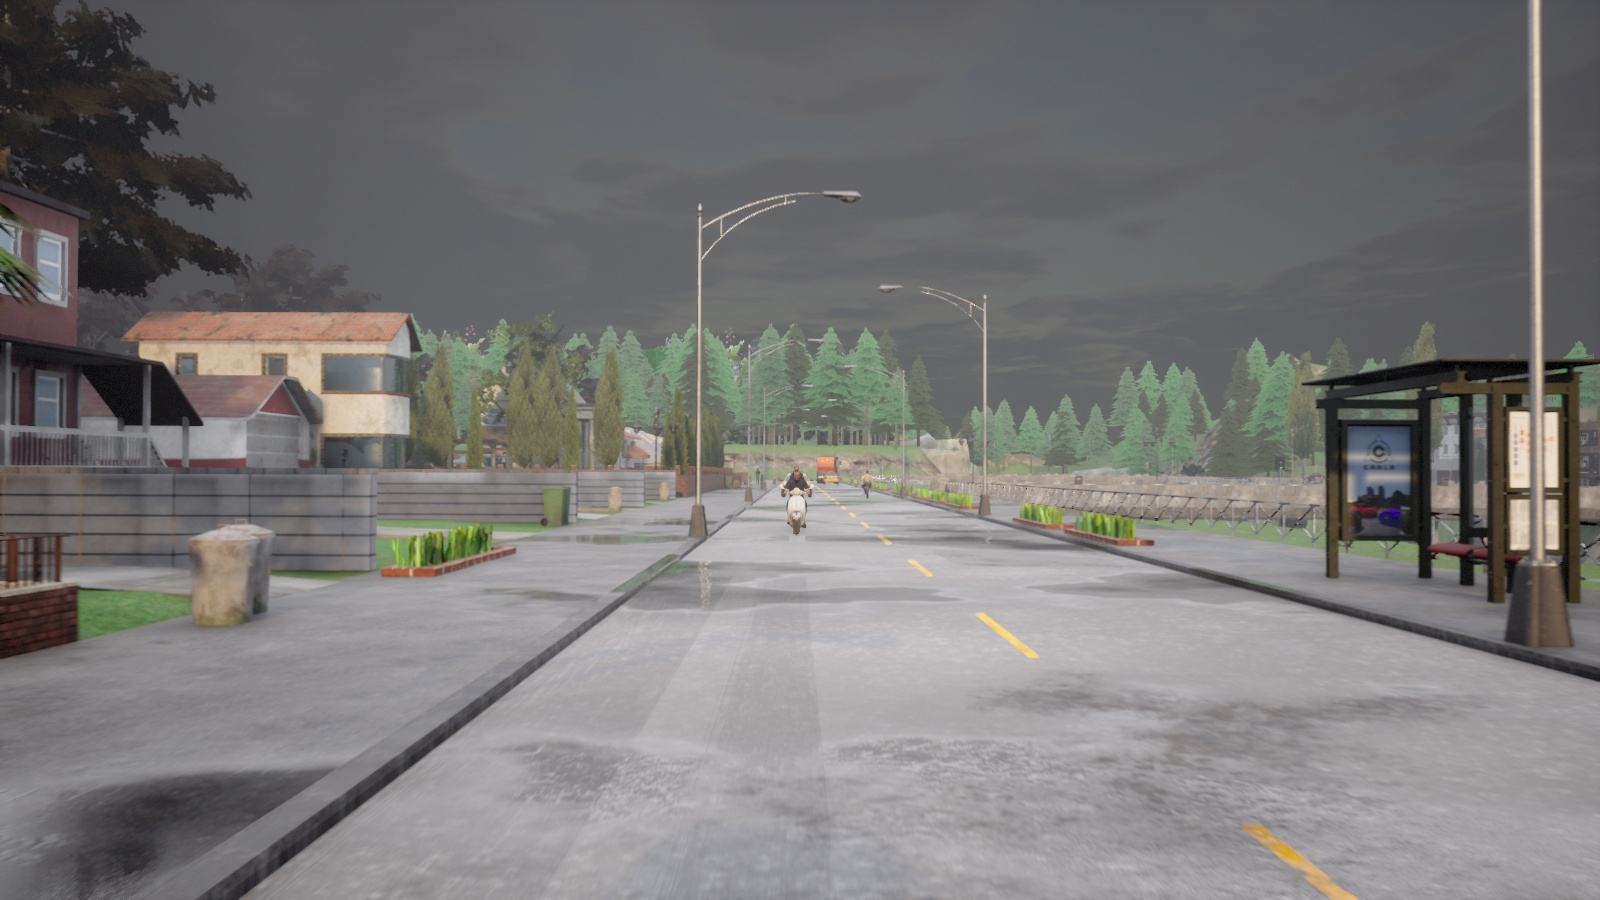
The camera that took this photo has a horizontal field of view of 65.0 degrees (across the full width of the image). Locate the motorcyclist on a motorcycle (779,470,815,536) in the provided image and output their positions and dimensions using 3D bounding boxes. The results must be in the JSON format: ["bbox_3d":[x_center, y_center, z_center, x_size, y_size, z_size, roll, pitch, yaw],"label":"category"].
[{"bbox_3d":[-0.074,1.290,31.159,0.866,1.590,1.817,0,-1,0],"label":"motorcyclist on a motorcycle"}]

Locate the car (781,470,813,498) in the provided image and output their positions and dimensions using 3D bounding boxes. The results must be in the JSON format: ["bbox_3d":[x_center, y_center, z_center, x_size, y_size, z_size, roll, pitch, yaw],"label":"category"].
[{"bbox_3d":[-0.177,2.011,75.049,1.801,1.575,5.366,0,-1,0],"label":"car"}]
